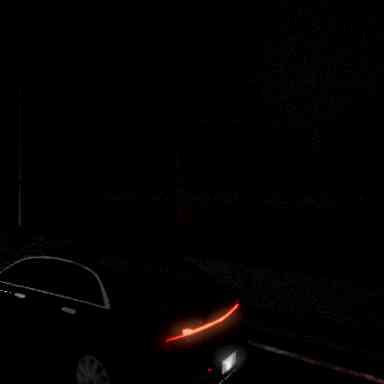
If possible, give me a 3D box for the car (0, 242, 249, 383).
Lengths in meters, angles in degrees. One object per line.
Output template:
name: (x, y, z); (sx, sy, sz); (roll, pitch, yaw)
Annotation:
car: (-1.595, 1.497, 4.824); (4.892, 1.490, 1.837); (0, 0, 35)
